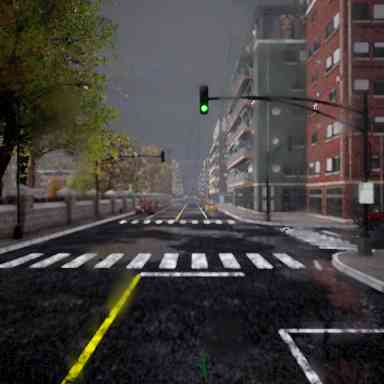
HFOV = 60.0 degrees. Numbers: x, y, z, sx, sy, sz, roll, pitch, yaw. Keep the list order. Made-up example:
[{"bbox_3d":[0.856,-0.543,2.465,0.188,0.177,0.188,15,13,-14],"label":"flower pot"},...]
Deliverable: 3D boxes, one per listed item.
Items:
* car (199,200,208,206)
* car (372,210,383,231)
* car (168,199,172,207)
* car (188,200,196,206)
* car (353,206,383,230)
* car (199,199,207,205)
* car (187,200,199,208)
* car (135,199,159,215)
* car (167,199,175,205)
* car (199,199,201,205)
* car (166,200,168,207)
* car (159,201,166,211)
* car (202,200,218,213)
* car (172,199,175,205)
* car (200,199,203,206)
[{"bbox_3d":[2.677,2.557,79.786,1.887,1.381,4.507,0,-1,0],"label":"car"},{"bbox_3d":[14.660,2.117,21.864,4.181,1.385,1.994,1,0,0],"label":"car"},{"bbox_3d":[-5.702,2.450,68.714,1.802,1.307,4.206,0,-1,0],"label":"car"},{"bbox_3d":[-0.008,2.526,76.761,1.994,1.385,4.181,0,-1,0],"label":"car"},{"bbox_3d":[14.612,1.889,24.472,5.009,1.841,2.192,1,-1,0],"label":"car"},{"bbox_3d":[2.677,2.631,85.321,1.887,1.381,4.507,0,-1,0],"label":"car"},{"bbox_3d":[-0.005,2.384,66.351,2.033,1.411,5.357,0,-1,0],"label":"car"},{"bbox_3d":[-5.699,1.825,41.044,2.192,1.841,5.009,0,-1,0],"label":"car"},{"bbox_3d":[-5.704,2.683,90.684,1.752,1.417,4.829,0,-1,0],"label":"car"},{"bbox_3d":[2.680,2.274,57.648,2.008,1.369,4.403,0,-1,0],"label":"car"},{"bbox_3d":[-5.701,2.269,57.646,1.887,1.381,4.507,0,-1,0],"label":"car"},{"bbox_3d":[-5.700,2.093,52.112,1.967,1.590,4.097,0,-1,0],"label":"car"},{"bbox_3d":[2.681,2.108,46.748,1.752,1.417,4.829,0,-1,0],"label":"car"},{"bbox_3d":[-5.703,2.595,79.784,1.802,1.307,4.206,0,-1,0],"label":"car"},{"bbox_3d":[2.681,2.197,52.112,1.887,1.381,4.507,0,-1,0],"label":"car"}]
